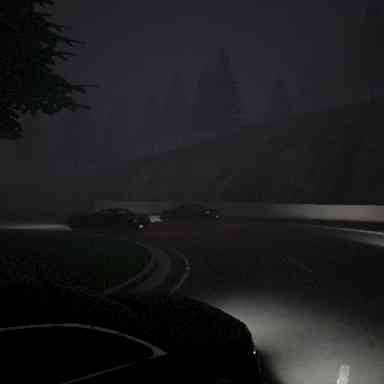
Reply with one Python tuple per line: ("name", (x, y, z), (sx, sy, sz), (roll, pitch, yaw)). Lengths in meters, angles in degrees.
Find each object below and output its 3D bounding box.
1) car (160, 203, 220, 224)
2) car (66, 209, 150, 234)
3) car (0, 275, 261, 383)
("car", (-0.211, 1.532, 24.551), (4.674, 1.442, 1.812), (0, -1, 31))
("car", (-4.933, 1.607, 19.371), (4.718, 1.301, 1.895), (0, 0, 22))
("car", (-1.504, 1.506, 2.670), (4.892, 1.490, 1.837), (0, 2, -37))
